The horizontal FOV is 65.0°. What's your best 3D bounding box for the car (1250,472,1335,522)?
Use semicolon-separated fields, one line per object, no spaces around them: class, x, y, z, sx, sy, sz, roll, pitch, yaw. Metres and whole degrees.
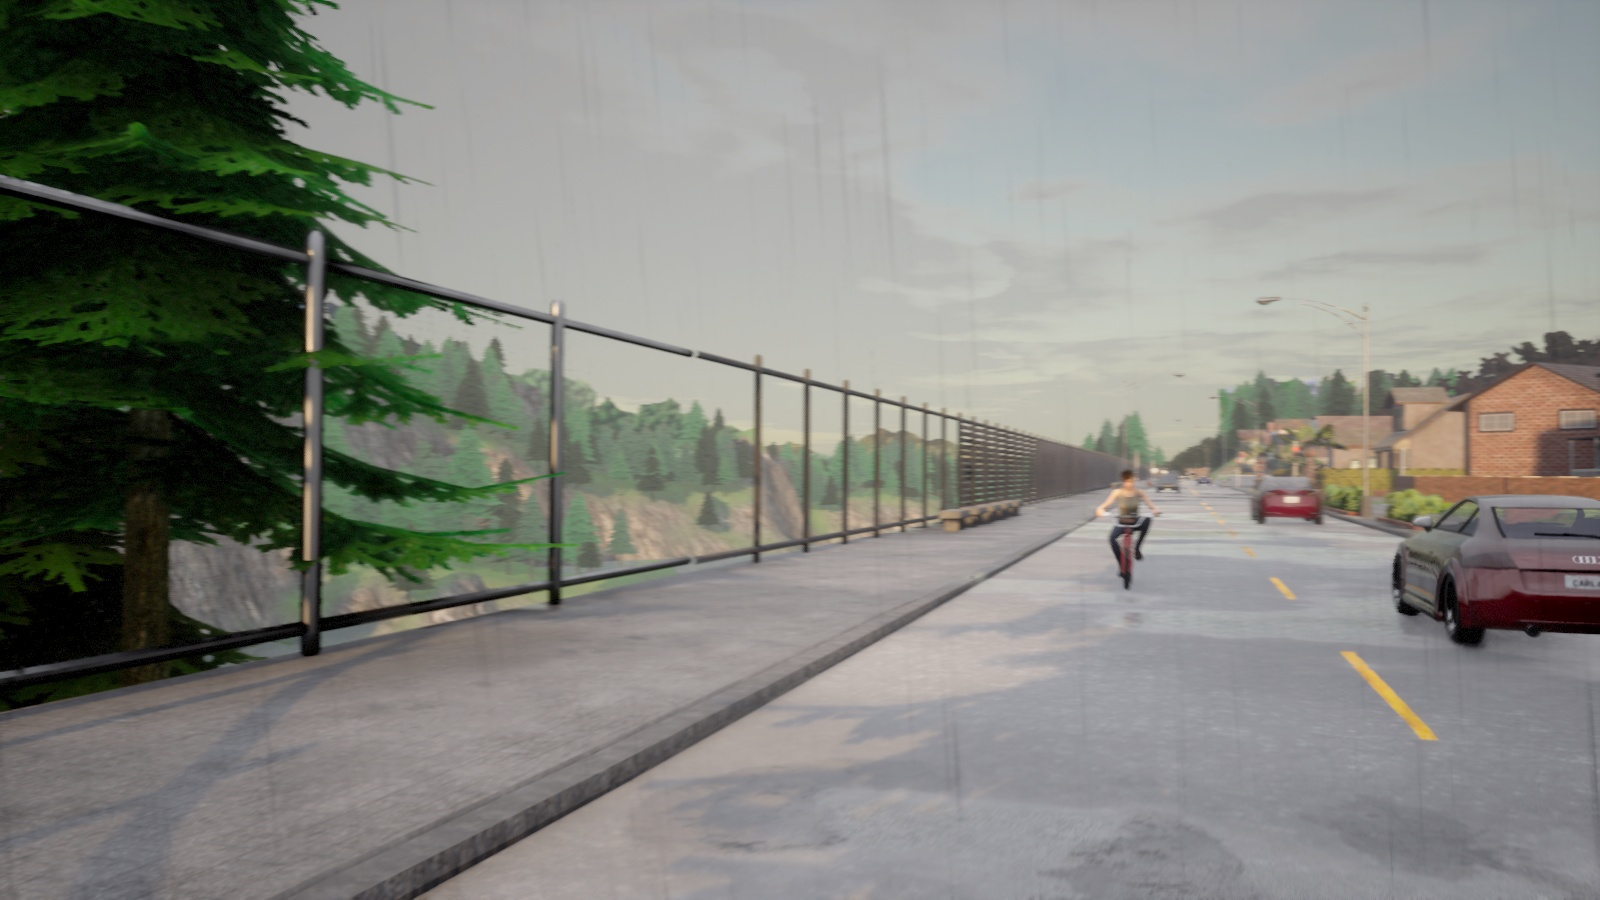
car;15.807;1.474;40.553;2.163;1.488;4.792;0;-1;17

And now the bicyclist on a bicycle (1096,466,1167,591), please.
bicyclist on a bicycle;4.529;1.032;17.118;0.866;1.612;1.509;0;-1;17

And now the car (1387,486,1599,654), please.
car;7.368;1.081;12.720;1.994;1.385;4.181;0;-1;17
